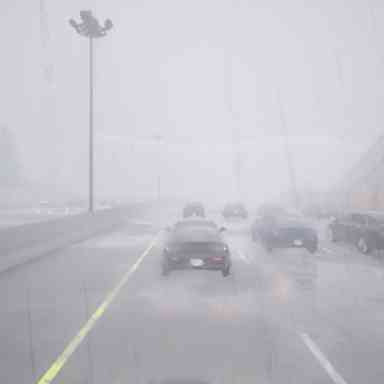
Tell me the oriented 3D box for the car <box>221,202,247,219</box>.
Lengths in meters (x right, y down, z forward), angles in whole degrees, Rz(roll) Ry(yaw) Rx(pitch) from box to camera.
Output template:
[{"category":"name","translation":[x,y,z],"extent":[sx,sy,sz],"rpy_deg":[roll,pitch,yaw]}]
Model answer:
[{"category":"car","translation":[3.662,1.607,29.660],"extent":[1.994,1.385,4.181],"rpy_deg":[0,0,0]}]

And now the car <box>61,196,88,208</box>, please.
[{"category":"car","translation":[-17.427,1.394,50.226],"extent":[2.097,1.767,4.553],"rpy_deg":[0,0,1]}]

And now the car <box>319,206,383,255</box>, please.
[{"category":"car","translation":[7.127,1.532,13.502],"extent":[1.837,1.490,4.892],"rpy_deg":[0,0,0]}]

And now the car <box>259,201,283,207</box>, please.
[{"category":"car","translation":[7.163,1.574,30.151],"extent":[1.812,1.442,4.674],"rpy_deg":[0,0,0]}]

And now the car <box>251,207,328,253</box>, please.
[{"category":"car","translation":[3.640,1.548,13.624],"extent":[1.812,1.442,4.674],"rpy_deg":[0,0,0]}]

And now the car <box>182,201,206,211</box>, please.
[{"category":"car","translation":[0.162,1.543,29.185],"extent":[1.837,1.490,4.892],"rpy_deg":[0,0,0]}]

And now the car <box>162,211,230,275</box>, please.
[{"category":"car","translation":[0.108,1.539,10.352],"extent":[1.812,1.442,4.674],"rpy_deg":[0,0,0]}]

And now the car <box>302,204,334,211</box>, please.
[{"category":"car","translation":[10.657,1.650,27.526],"extent":[1.895,1.301,4.718],"rpy_deg":[0,0,0]}]

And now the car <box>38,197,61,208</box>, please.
[{"category":"car","translation":[-20.944,1.514,49.359],"extent":[1.882,1.535,5.008],"rpy_deg":[0,0,1]}]

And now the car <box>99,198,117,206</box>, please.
[{"category":"car","translation":[-13.804,1.616,54.737],"extent":[1.994,1.385,4.181],"rpy_deg":[0,0,2]}]

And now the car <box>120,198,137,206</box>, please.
[{"category":"car","translation":[-10.311,1.620,54.357],"extent":[1.994,1.385,4.181],"rpy_deg":[0,0,2]}]
